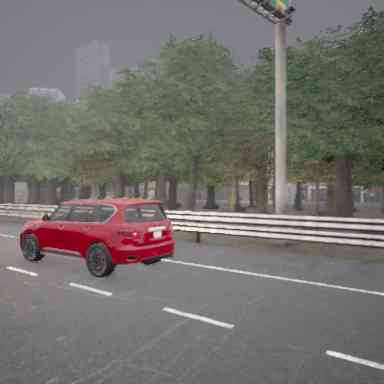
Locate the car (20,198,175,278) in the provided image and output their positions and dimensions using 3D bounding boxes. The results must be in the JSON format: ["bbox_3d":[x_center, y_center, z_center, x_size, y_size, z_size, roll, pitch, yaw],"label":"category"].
[{"bbox_3d":[-3.092,1.222,10.376,5.566,2.045,2.150,0,0,36],"label":"car"}]
